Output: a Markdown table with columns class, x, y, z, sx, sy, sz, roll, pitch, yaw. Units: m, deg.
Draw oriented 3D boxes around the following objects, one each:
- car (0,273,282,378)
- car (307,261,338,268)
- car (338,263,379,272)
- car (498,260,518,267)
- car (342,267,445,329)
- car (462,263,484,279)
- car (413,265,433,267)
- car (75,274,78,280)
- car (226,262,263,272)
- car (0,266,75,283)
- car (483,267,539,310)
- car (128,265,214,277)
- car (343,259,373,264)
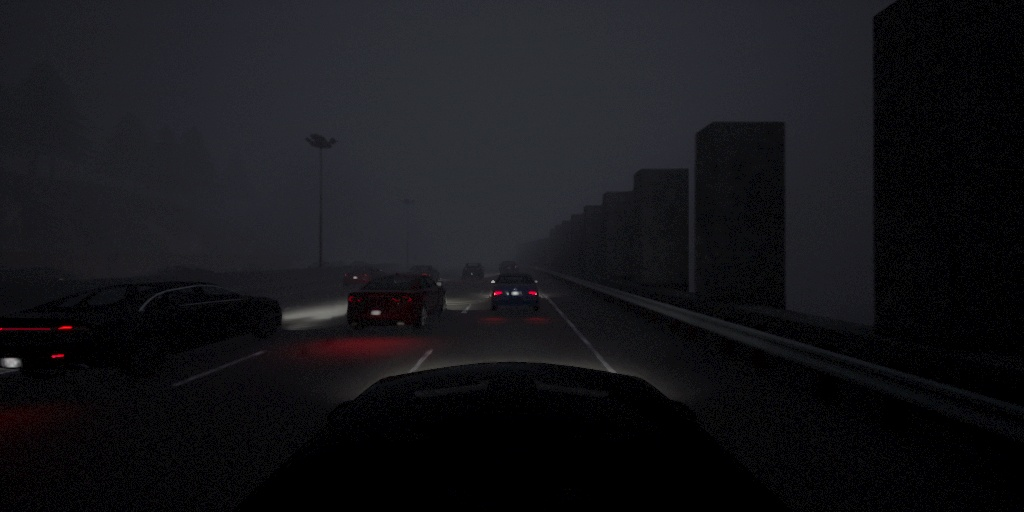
| class | x | y | z | sx | sy | sz | roll | pitch | yaw |
| --- | --- | --- | --- | --- | --- | --- | --- | --- | --- |
| car | -6.895 | 1.262 | 7.369 | 2.128 | 1.511 | 4.902 | 0 | 0 | 0 |
| car | -25.565 | 1.439 | 47.897 | 1.837 | 1.490 | 4.892 | 0 | 0 | -4 |
| car | -10.505 | 1.415 | 25.923 | 1.994 | 1.385 | 4.181 | 0 | 0 | -1 |
| car | -0.421 | 1.273 | 39.948 | 2.097 | 1.767 | 4.553 | 0 | 0 | -2 |
| car | -3.396 | 1.268 | 11.418 | 1.882 | 1.535 | 5.008 | 0 | 0 | 0 |
| car | -3.701 | 1.388 | 34.686 | 2.128 | 1.511 | 4.902 | 0 | 0 | -2 |
| car | -7.025 | 1.412 | 28.417 | 2.033 | 1.411 | 5.357 | 0 | 0 | -2 |
| car | -28.127 | 1.317 | 20.375 | 1.837 | 1.490 | 4.892 | 0 | -1 | -1 |
| car | -32.246 | 1.436 | 43.388 | 1.812 | 1.442 | 4.674 | 0 | 0 | -3 |
| car | -24.587 | 1.323 | 16.991 | 1.812 | 1.442 | 4.674 | 0 | 0 | 0 |
| car | 0.111 | 1.358 | 15.002 | 2.033 | 1.411 | 5.357 | 0 | 0 | 0 |
| car | -21.149 | 1.317 | 22.424 | 2.128 | 1.511 | 4.902 | 0 | 0 | -1 |
| car | -22.341 | 1.436 | 52.117 | 1.882 | 1.535 | 5.008 | 0 | 0 | -5 |
